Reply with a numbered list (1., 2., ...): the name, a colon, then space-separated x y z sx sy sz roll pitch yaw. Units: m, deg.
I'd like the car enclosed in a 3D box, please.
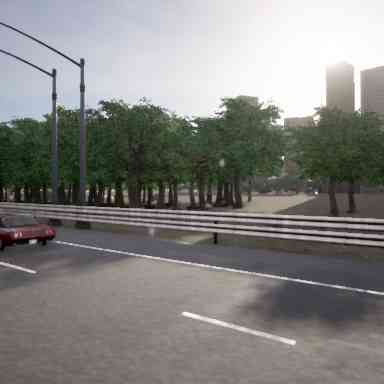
1. car: -7.833 1.613 14.084 4.718 1.301 1.895 0 0 38
